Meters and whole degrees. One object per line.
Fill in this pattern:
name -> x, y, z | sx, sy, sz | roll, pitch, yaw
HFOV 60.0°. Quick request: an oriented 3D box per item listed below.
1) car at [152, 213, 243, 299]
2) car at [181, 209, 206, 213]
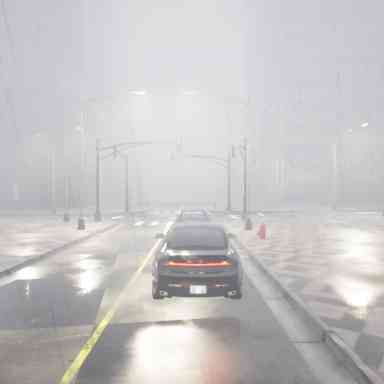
car -> 0.100, 1.502, 8.391 | 1.837, 1.490, 4.892 | 0, 0, 0
car -> 0.059, 1.556, 17.294 | 1.994, 1.385, 4.181 | 0, 0, 1
